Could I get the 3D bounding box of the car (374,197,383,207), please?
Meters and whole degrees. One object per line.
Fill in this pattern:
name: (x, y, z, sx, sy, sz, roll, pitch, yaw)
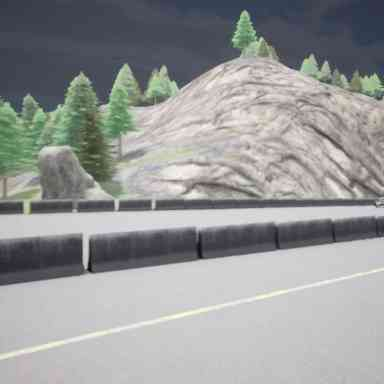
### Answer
car: (27.752, 1.448, 47.198, 4.902, 1.511, 2.128, 0, 1, -33)
